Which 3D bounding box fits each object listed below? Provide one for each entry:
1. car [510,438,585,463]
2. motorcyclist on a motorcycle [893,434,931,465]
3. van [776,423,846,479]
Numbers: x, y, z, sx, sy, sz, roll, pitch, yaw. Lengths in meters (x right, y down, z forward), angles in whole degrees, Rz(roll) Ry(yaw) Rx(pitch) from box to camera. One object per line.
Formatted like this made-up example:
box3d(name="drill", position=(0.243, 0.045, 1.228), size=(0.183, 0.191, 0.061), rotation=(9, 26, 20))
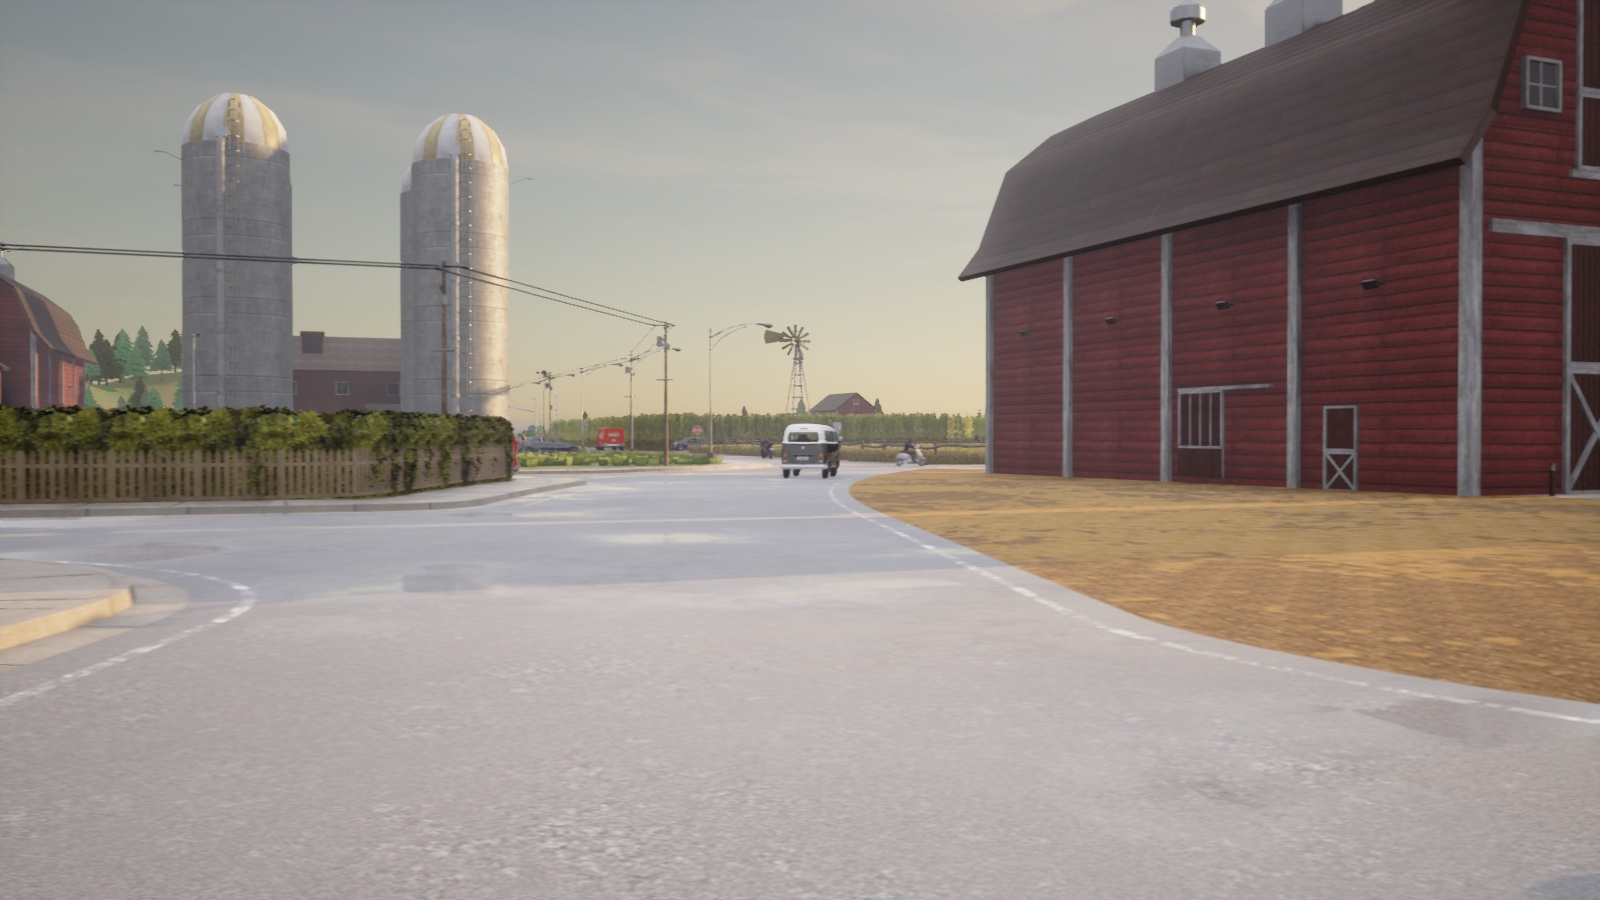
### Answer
box3d(name="car", position=(-18.488, 0.033, 92.052), size=(5.027, 1.651, 2.152), rotation=(-1, 1, -22))
box3d(name="motorcyclist on a motorcycle", position=(5.996, -0.024, 67.213), size=(1.817, 1.590, 0.866), rotation=(-1, -1, 29))
box3d(name="van", position=(0.485, 0.019, 48.590), size=(2.069, 2.038, 4.480), rotation=(-1, 0, 9))
